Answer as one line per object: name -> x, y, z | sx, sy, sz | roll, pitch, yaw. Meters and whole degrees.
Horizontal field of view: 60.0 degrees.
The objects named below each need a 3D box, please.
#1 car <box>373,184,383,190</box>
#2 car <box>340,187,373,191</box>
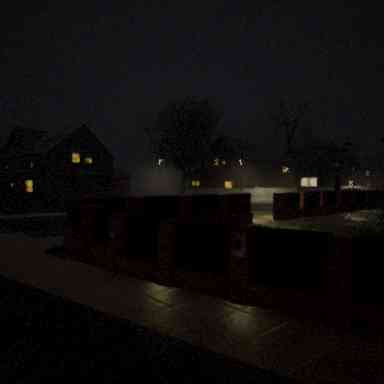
car -> 26.302, 0.001, 45.242 | 5.566, 2.045, 2.150 | -1, 3, -40
car -> 18.628, 0.301, 38.637 | 4.553, 1.767, 2.097 | -1, 2, -40
